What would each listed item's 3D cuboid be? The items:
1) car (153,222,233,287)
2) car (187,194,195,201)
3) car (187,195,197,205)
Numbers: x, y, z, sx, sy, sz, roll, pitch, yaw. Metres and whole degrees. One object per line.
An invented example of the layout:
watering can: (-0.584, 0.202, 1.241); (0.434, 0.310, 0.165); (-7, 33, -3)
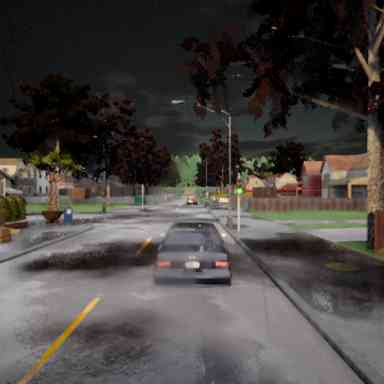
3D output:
car: (0.029, 1.562, 9.401); (2.033, 1.411, 5.357); (0, 0, 0)
car: (-0.182, 1.482, 87.150); (2.097, 1.767, 4.553); (0, 0, 0)
car: (-0.026, 1.690, 61.142); (1.895, 1.301, 4.718); (0, 0, 0)
